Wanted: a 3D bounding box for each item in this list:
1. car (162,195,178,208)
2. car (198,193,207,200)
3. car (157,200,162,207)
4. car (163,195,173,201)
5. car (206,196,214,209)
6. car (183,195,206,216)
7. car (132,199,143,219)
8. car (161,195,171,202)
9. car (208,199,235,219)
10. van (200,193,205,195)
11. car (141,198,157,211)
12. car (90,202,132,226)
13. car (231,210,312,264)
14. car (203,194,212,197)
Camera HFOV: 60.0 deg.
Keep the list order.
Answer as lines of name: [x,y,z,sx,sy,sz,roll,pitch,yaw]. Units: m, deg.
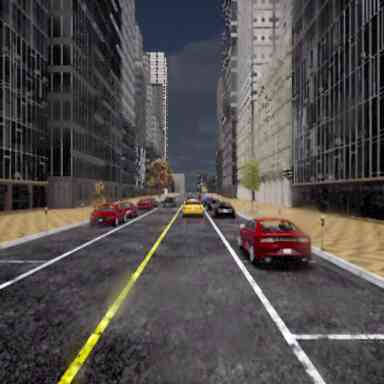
car: [-3.091,1.429,46.427,1.837,1.490,4.892,0,1,0]
car: [2.684,1.139,85.608,2.192,1.841,5.009,0,0,0]
car: [-5.694,1.493,45.771,1.947,1.339,4.313,0,0,0]
car: [-5.697,1.392,79.927,2.008,1.369,4.403,0,0,0]
car: [2.687,1.505,40.071,1.947,1.339,4.313,0,0,0]
car: [0.088,1.412,31.544,1.801,1.575,5.366,0,0,0]
car: [-5.692,1.542,28.693,1.802,1.307,4.206,0,0,0]
car: [-5.696,1.383,74.064,1.752,1.417,4.829,0,0,0]
car: [2.688,1.526,28.686,1.947,1.339,4.313,0,0,0]
van: [2.686,1.243,57.148,1.690,1.788,3.998,0,0,0]
car: [-5.693,1.484,40.078,1.887,1.381,4.507,0,0,0]
car: [-5.691,1.515,23.000,1.887,1.381,4.507,0,0,0]
car: [2.690,1.532,11.610,1.887,1.381,4.507,0,0,0]
car: [2.686,1.481,51.455,1.947,1.339,4.313,0,0,0]
